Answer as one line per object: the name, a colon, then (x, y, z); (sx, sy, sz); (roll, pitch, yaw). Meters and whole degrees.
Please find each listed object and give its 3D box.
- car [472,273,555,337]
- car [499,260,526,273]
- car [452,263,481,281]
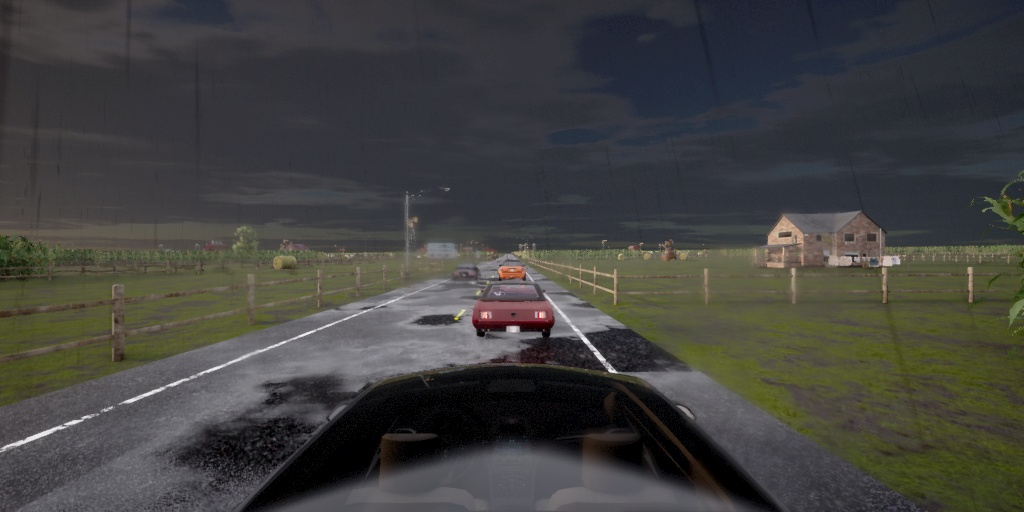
car: (0.044, 1.350, 10.241); (1.895, 1.301, 4.718); (0, 0, 0)
car: (0.017, 1.088, 29.010); (2.097, 1.767, 4.553); (0, 0, 0)
car: (-3.660, 1.299, 29.480); (1.994, 1.385, 4.181); (0, 0, 0)
